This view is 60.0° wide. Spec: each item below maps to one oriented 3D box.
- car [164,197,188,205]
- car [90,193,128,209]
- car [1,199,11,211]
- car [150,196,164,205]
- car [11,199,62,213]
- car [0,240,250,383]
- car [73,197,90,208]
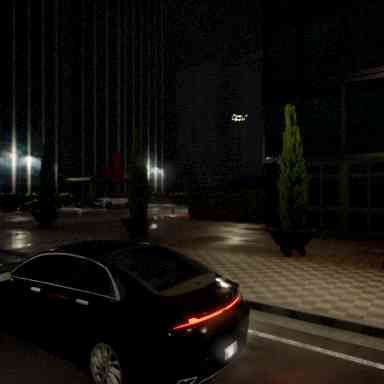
[{"bbox_3d":[-2.425,1.564,58.315,1.994,1.385,4.181,0,0,36],"label":"car"},{"bbox_3d":[-10.912,1.224,46.305,2.150,2.045,5.566,0,0,35],"label":"car"},{"bbox_3d":[-21.052,1.547,37.962,2.033,1.411,5.357,0,0,35],"label":"car"},{"bbox_3d":[-6.186,1.492,59.063,2.128,1.511,4.902,0,0,35],"label":"car"},{"bbox_3d":[-17.104,1.491,37.498,2.128,1.511,4.902,0,0,35],"label":"car"},{"bbox_3d":[-1.536,1.505,5.101,4.892,1.490,1.837,0,0,36],"label":"car"},{"bbox_3d":[-14.535,1.505,47.236,1.837,1.490,4.892,0,0,35],"label":"car"}]
